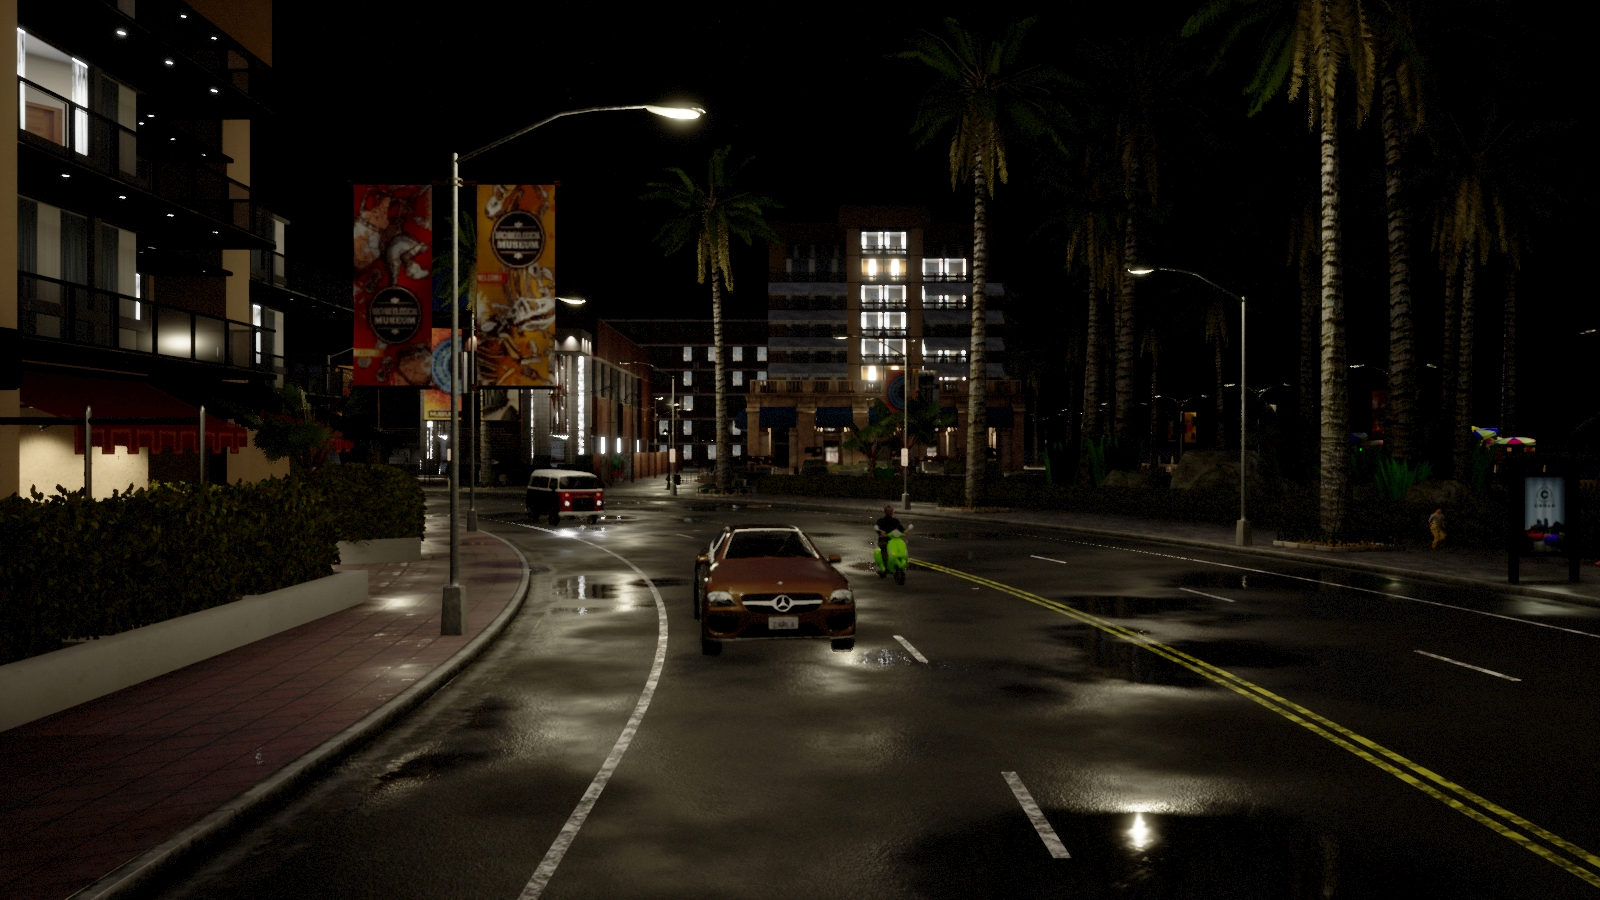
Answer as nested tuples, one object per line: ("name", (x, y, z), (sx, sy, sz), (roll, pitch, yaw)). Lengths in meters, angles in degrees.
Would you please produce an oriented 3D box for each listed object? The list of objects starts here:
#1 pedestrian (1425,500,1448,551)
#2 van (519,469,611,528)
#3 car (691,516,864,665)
("pedestrian", (16.770, 1.978, 30.098), (0.375, 1.300, 0.375), (0, 0, -14))
("van", (-8.961, 1.782, 43.269), (2.069, 2.038, 4.480), (0, 0, -30))
("car", (-0.529, 1.992, 17.564), (2.152, 1.651, 5.027), (0, 0, -7))
